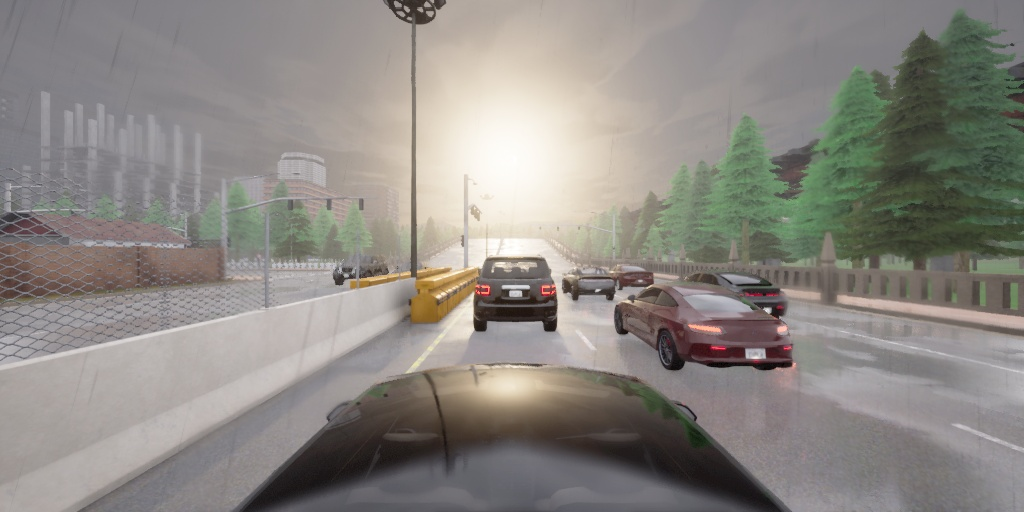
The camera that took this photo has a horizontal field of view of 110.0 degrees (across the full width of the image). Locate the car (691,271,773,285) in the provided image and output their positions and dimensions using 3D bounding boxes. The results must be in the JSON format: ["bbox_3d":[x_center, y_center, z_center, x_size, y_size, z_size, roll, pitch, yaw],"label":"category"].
[{"bbox_3d":[7.089,1.256,12.416,1.837,1.490,4.892,0,0,0],"label":"car"}]

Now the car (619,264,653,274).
[{"bbox_3d":[7.079,1.228,22.256,1.882,1.535,5.008,0,0,0],"label":"car"}]

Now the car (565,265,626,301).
[{"bbox_3d":[3.586,1.242,17.418,2.128,1.511,4.902,0,0,0],"label":"car"}]

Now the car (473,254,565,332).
[{"bbox_3d":[0.088,0.971,11.038,2.150,2.045,5.566,0,0,0],"label":"car"}]

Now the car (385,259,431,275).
[{"bbox_3d":[-7.023,1.168,25.583,2.097,1.767,4.553,0,0,0],"label":"car"}]

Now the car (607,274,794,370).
[{"bbox_3d":[3.597,1.276,7.595,1.812,1.442,4.674,0,0,0],"label":"car"}]

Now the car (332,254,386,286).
[{"bbox_3d":[-10.523,0.884,25.520,2.150,2.045,5.566,0,0,0],"label":"car"}]
